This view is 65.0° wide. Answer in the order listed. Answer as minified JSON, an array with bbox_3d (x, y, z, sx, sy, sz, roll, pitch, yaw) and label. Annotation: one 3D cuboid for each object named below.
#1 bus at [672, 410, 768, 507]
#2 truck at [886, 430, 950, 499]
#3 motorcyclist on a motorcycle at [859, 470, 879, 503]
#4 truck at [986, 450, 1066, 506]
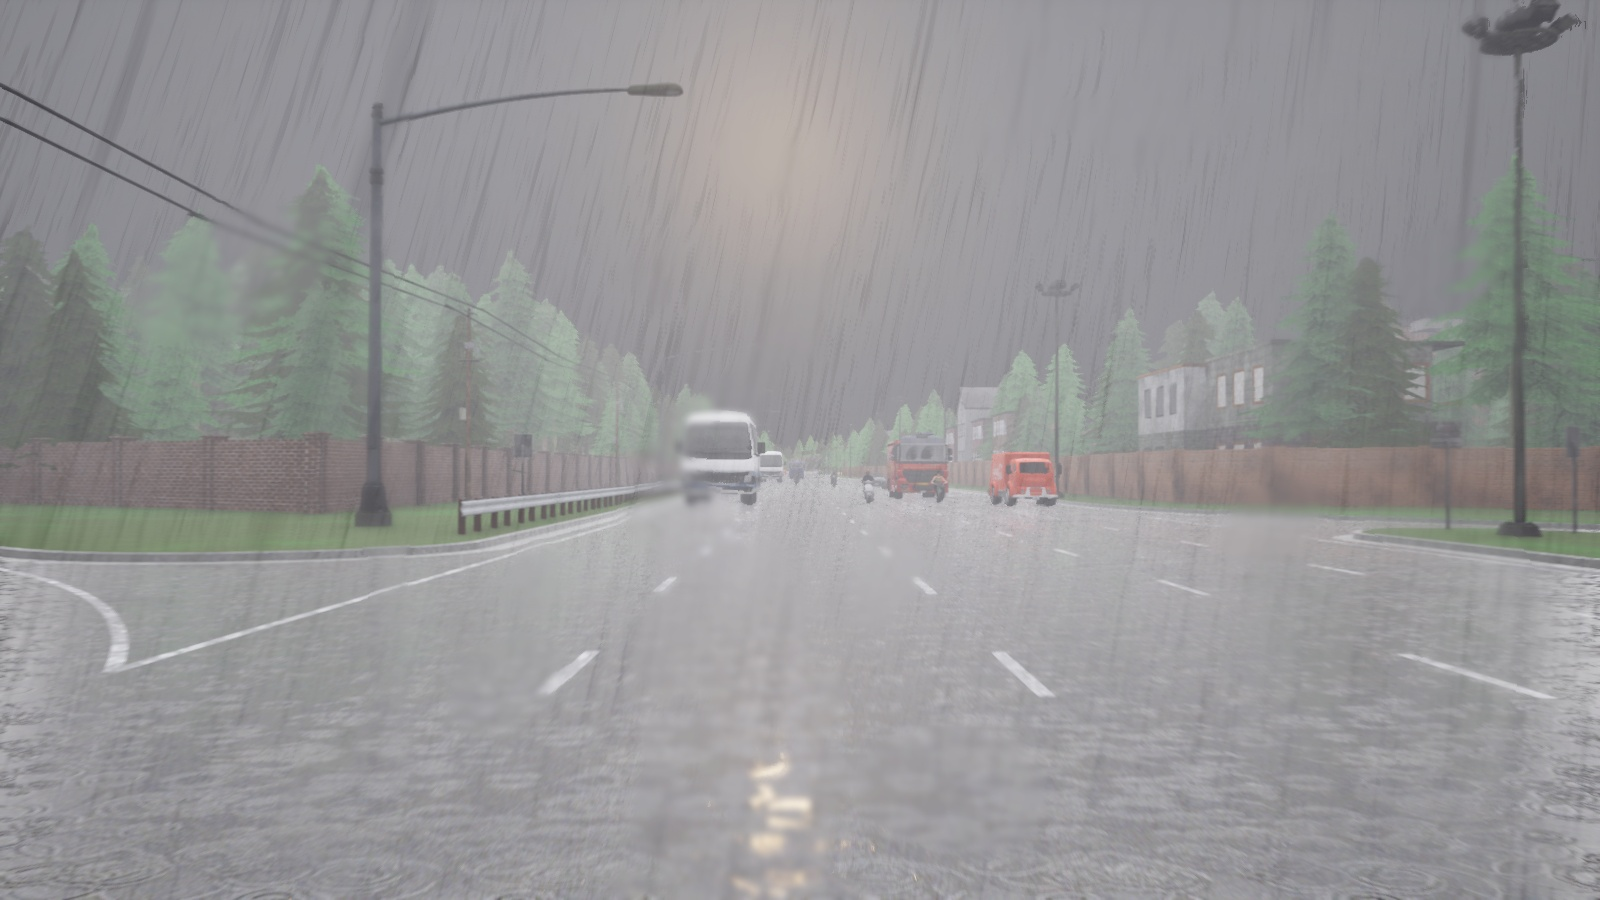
[{"bbox_3d":[-3.653,0.466,60.294,3.944,4.253,10.273,0,-1,0],"label":"bus"},{"bbox_3d":[6.816,0.861,73.668,2.891,3.827,8.468,0,-1,0],"label":"truck"},{"bbox_3d":[3.350,1.784,61.234,0.866,1.590,1.817,0,-1,0],"label":"motorcyclist on a motorcycle"},{"bbox_3d":[10.442,1.271,58.563,2.627,2.467,5.204,-1,-1,-2],"label":"truck"}]
